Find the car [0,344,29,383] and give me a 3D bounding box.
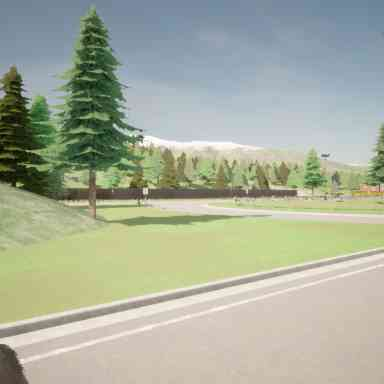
[{"bbox_3d":[-3.470,1.548,1.255,5.357,1.411,2.033,0,0,-36],"label":"car"}]
